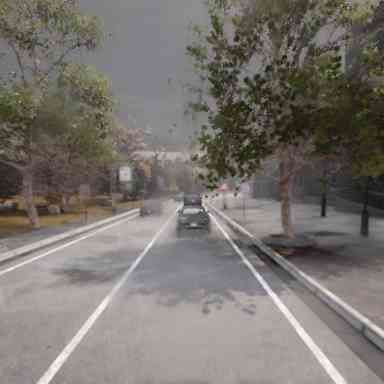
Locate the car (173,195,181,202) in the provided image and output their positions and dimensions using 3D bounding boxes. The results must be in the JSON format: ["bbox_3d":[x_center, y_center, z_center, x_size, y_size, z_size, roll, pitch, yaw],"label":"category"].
[{"bbox_3d":[-2.708,1.317,70.323,1.812,1.442,4.674,1,1,5],"label":"car"}]

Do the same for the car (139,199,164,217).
[{"bbox_3d":[-3.598,1.449,30.184,1.837,1.490,4.892,0,0,0],"label":"car"}]

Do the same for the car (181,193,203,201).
[{"bbox_3d":[0.096,1.147,39.893,2.150,2.045,5.566,0,0,0],"label":"car"}]

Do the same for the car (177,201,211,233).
[{"bbox_3d":[0.098,1.490,19.164,1.812,1.442,4.674,0,0,0],"label":"car"}]
